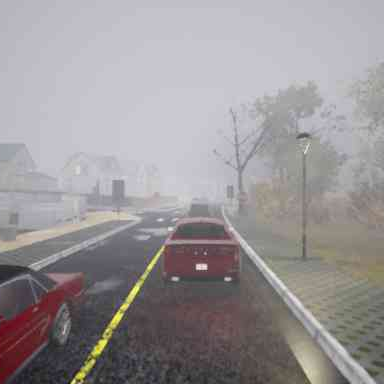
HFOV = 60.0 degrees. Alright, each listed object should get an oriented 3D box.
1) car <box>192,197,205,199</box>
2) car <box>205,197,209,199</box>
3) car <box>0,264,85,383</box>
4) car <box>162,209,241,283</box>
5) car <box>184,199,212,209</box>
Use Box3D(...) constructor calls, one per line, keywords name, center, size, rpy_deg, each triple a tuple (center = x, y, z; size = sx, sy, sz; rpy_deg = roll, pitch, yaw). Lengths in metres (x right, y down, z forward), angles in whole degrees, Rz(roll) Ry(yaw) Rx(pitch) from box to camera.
Box3D(name="car", center=(0.682, 1.696, 57.257), size=(1.812, 1.442, 4.674), rpy_deg=(0, 0, 7))
Box3D(name="car", center=(2.700, 1.777, 72.123), size=(1.882, 1.535, 5.008), rpy_deg=(0, -1, 8))
Box3D(name="car", center=(-2.804, 1.600, 3.541), size=(1.895, 1.301, 4.718), rpy_deg=(0, 0, 1))
Box3D(name="car", center=(0.260, 1.480, 9.704), size=(1.882, 1.535, 5.008), rpy_deg=(0, 0, 1))
Box3D(name="car", center=(0.497, 1.537, 24.997), size=(1.837, 1.490, 4.892), rpy_deg=(0, 0, -2))
